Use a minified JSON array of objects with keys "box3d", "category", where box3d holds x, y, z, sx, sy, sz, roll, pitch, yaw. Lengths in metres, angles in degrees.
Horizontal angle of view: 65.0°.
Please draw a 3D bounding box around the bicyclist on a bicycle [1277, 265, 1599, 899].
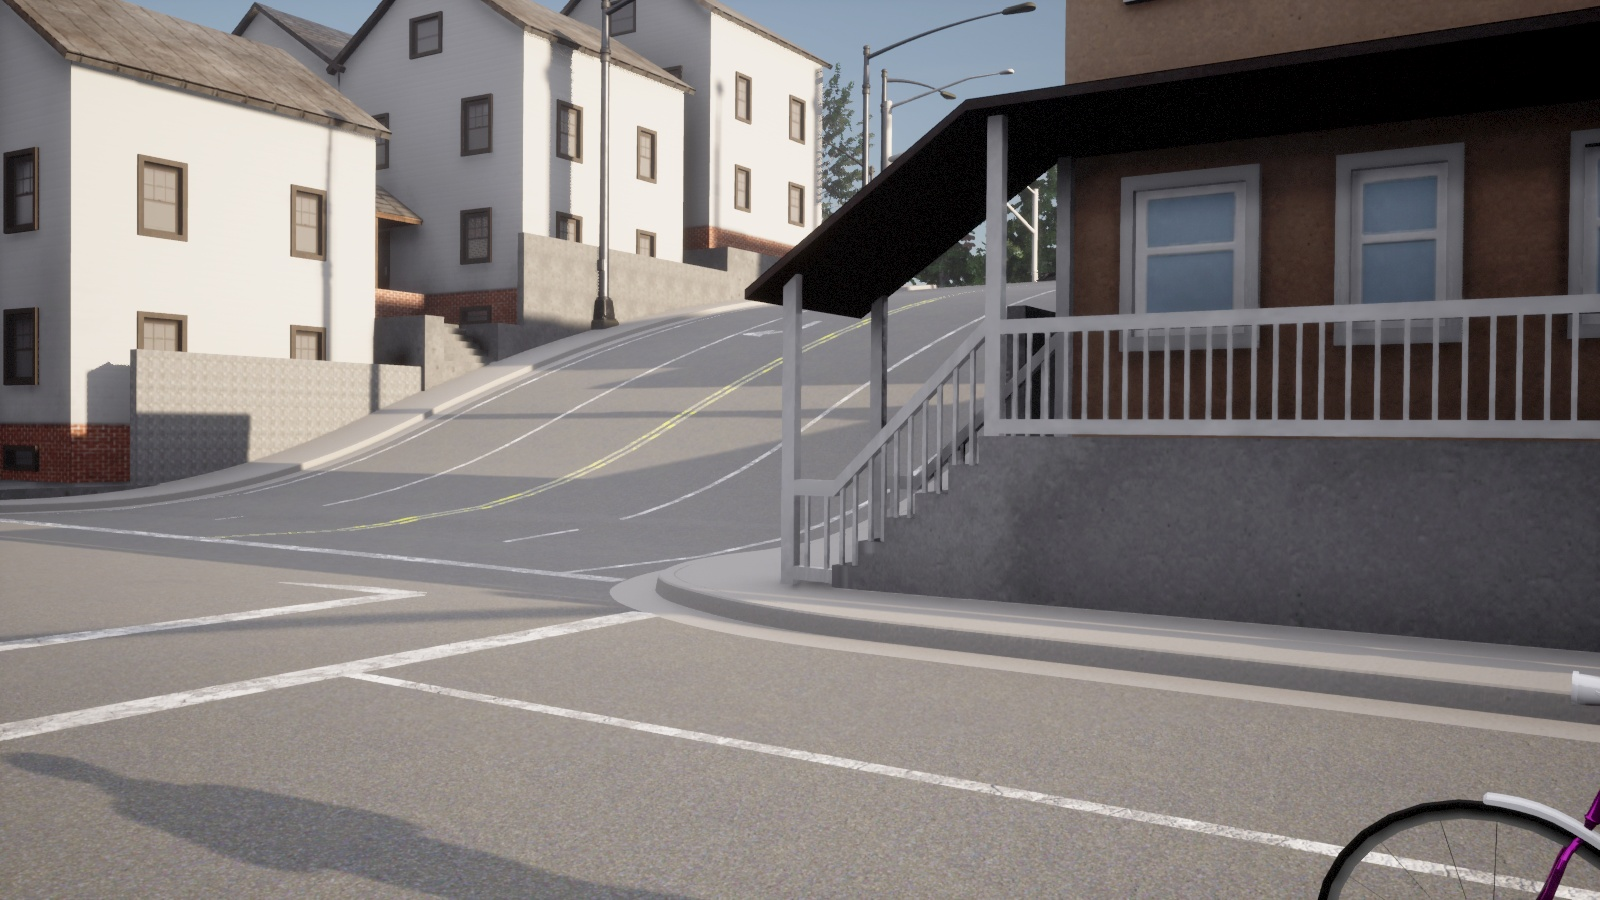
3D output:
[{"box3d":[1.928,0.552,2.340,1.843,1.776,0.659,0,1,34],"category":"bicyclist on a bicycle"}]
